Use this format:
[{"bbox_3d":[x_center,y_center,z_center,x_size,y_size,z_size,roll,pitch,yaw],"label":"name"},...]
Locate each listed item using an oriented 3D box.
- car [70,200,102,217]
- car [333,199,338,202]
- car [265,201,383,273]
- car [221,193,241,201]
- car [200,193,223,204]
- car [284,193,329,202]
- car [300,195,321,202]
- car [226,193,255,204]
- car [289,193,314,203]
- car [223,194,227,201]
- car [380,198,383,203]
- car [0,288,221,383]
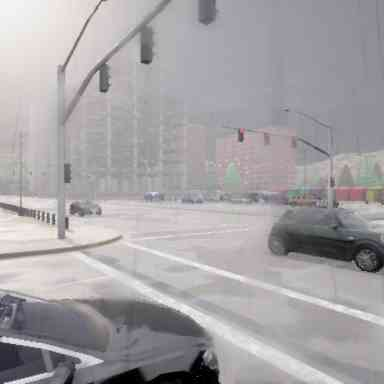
[{"bbox_3d":[-9.944,1.491,31.011,2.128,1.511,4.902,0,0,-35],"label":"car"},{"bbox_3d":[16.221,1.153,41.581,1.905,1.878,3.866,0,0,-35],"label":"car"},{"bbox_3d":[4.789,1.351,10.954,2.097,1.767,4.553,0,0,-38],"label":"car"},{"bbox_3d":[8.857,1.149,76.326,1.932,1.855,4.605,0,0,-35],"label":"car"},{"bbox_3d":[4.332,1.392,73.064,1.970,1.475,3.806,0,0,-35],"label":"car"},{"bbox_3d":[13.827,1.151,39.954,1.932,1.855,4.605,0,0,-35],"label":"car"},{"bbox_3d":[24.488,1.359,68.855,1.784,1.438,3.905,0,0,-35],"label":"car"},{"bbox_3d":[8.343,1.392,57.404,1.970,1.475,3.806,0,0,-35],"label":"car"},{"bbox_3d":[22.087,1.149,67.235,1.932,1.855,4.605,0,0,-35],"label":"car"},{"bbox_3d":[6.696,1.360,74.735,1.784,1.438,3.905,0,0,-35],"label":"car"},{"bbox_3d":[32.221,1.152,52.943,1.905,1.878,3.866,0,0,-35],"label":"car"},{"bbox_3d":[-1.949,1.492,2.416,4.902,1.511,2.128,0,0,-36],"label":"car"}]
